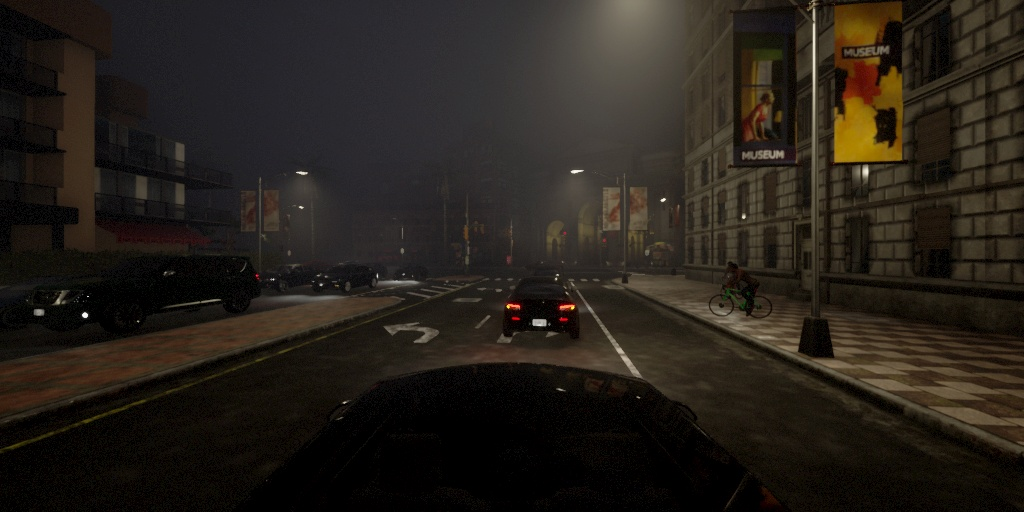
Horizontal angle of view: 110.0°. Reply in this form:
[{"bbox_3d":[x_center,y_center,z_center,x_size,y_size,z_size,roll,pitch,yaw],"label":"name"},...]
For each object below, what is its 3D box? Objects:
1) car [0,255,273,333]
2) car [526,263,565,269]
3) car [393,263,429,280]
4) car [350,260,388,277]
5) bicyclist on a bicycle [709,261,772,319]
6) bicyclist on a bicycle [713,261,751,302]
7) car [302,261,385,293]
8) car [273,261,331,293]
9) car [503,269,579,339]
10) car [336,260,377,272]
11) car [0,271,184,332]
[{"bbox_3d":[-10.733,0.971,11.157,2.150,2.045,5.566,0,0,8],"label":"car"},{"bbox_3d":[1.888,1.275,18.884,1.812,1.442,4.674,0,0,6],"label":"car"},{"bbox_3d":[-8.656,1.313,31.025,1.994,1.385,4.181,0,0,3],"label":"car"},{"bbox_3d":[-12.405,1.297,31.491,2.033,1.411,5.357,0,0,-4],"label":"car"},{"bbox_3d":[6.835,1.050,10.769,1.656,1.620,0.582,0,0,22],"label":"bicyclist on a bicycle"},{"bbox_3d":[9.246,1.050,15.035,1.656,1.620,0.582,0,0,-28],"label":"bicyclist on a bicycle"},{"bbox_3d":[-9.632,1.254,21.012,1.837,1.490,4.892,0,0,7],"label":"car"},{"bbox_3d":[-13.159,1.241,21.095,2.128,1.511,4.902,0,0,6],"label":"car"},{"bbox_3d":[0.859,1.275,10.039,1.812,1.442,4.674,0,0,7],"label":"car"},{"bbox_3d":[-20.279,1.274,46.872,4.674,1.442,1.812,0,0,7],"label":"car"},{"bbox_3d":[-14.225,1.297,11.573,2.033,1.411,5.357,0,0,7],"label":"car"}]
